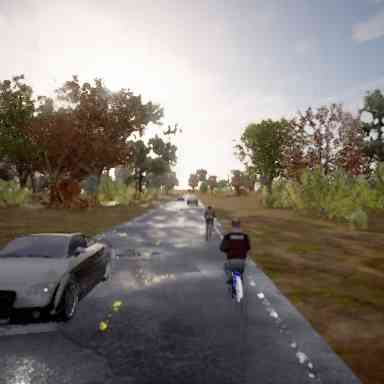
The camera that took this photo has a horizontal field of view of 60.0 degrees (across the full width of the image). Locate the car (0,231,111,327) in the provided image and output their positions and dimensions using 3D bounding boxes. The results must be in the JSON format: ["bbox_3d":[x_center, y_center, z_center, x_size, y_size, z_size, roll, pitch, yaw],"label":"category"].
[{"bbox_3d":[-3.099,1.570,7.079,1.994,1.385,4.181,0,0,0],"label":"car"}]

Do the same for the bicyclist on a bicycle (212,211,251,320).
[{"bbox_3d":[0.827,1.377,6.488,0.659,1.776,1.843,0,0,0],"label":"bicyclist on a bicycle"}]

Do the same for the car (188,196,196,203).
[{"bbox_3d":[0.008,1.610,73.804,1.895,1.301,4.718,0,0,0],"label":"car"}]

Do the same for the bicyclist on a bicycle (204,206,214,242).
[{"bbox_3d":[0.830,1.465,15.468,0.582,1.620,1.656,0,0,0],"label":"bicyclist on a bicycle"}]

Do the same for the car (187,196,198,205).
[{"bbox_3d":[0.102,1.509,58.552,2.128,1.511,4.902,0,0,0],"label":"car"}]

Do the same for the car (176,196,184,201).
[{"bbox_3d":[-2.991,1.601,85.399,1.895,1.301,4.718,0,0,0],"label":"car"}]
